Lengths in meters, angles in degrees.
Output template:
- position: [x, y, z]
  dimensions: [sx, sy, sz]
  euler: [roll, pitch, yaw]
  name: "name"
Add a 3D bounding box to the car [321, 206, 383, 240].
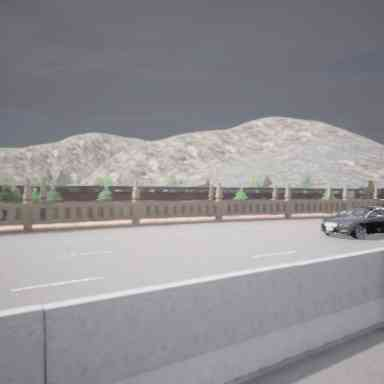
- position: [8.708, 1.473, 16.767]
  dimensions: [4.902, 1.511, 2.128]
  euler: [0, 0, -26]
  name: "car"
